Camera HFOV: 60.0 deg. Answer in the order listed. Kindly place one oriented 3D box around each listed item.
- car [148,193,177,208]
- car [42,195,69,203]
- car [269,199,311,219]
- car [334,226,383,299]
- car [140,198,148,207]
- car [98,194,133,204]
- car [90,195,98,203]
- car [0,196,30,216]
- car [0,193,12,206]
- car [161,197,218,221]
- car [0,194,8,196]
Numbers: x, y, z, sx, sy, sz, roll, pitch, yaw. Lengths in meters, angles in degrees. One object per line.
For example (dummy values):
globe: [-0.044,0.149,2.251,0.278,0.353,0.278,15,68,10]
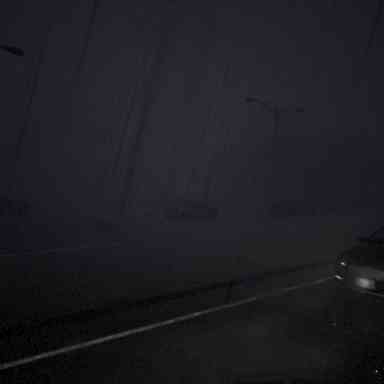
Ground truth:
car: [-2.785,1.045,41.931,4.605,1.855,1.932,0,0,-35]
car: [-23.982,1.277,58.541,4.514,1.523,2.007,0,0,-35]
car: [7.793,1.316,26.651,3.633,1.501,1.845,0,0,-35]
car: [5.279,1.468,7.777,4.902,1.511,2.128,0,0,-36]
car: [-4.794,1.027,44.070,3.866,1.878,1.905,0,0,-35]
car: [-12.153,1.108,54.536,5.027,1.636,2.152,0,0,-35]
car: [-16.109,1.190,59.599,3.806,1.475,1.970,0,0,-35]
car: [-15.881,1.321,28.307,3.633,1.501,1.845,0,0,-35]
car: [-28.179,1.104,47.104,4.605,1.855,1.932,0,0,-35]
car: [0.009,1.349,24.820,3.806,1.475,1.970,0,0,-35]
car: [-21.595,1.302,36.506,4.514,1.523,2.007,0,0,-35]
